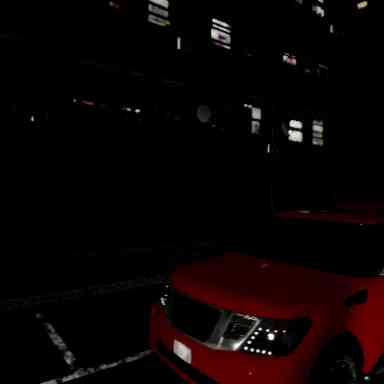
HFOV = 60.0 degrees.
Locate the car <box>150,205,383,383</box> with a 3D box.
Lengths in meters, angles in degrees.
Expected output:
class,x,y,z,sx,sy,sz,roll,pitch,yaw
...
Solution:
class,x,y,z,sx,sy,sz,roll,pitch,yaw
car,2.153,1.244,4.917,5.566,2.045,2.150,0,0,-36
